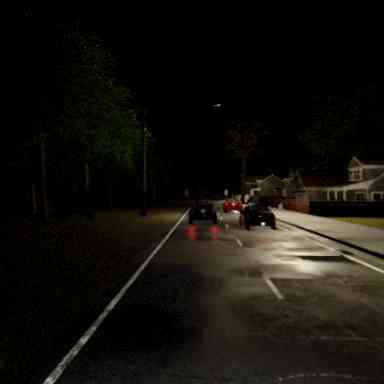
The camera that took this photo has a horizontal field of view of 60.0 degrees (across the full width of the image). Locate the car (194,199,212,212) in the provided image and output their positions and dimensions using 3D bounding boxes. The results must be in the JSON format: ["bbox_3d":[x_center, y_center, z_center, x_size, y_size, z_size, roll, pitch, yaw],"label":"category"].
[{"bbox_3d":[1.371,1.640,42.085,2.128,1.511,4.902,0,0,2],"label":"car"}]

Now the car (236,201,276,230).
[{"bbox_3d":[4.233,1.592,21.843,1.837,1.490,4.892,0,0,2],"label":"car"}]

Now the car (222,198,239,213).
[{"bbox_3d":[4.805,1.502,39.908,2.097,1.767,4.553,0,0,2],"label":"car"}]

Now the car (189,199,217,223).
[{"bbox_3d":[0.870,1.446,26.244,2.097,1.767,4.553,0,0,2],"label":"car"}]
